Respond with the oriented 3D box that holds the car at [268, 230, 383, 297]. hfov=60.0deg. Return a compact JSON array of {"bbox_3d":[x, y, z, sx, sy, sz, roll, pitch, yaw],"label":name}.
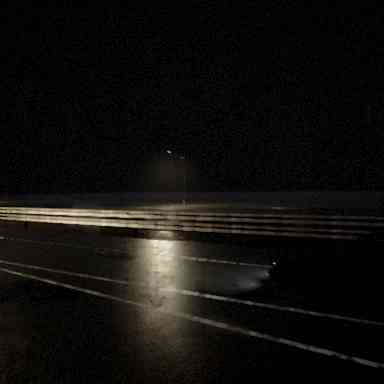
[{"bbox_3d":[4.472,1.541,7.123,5.357,1.411,2.033,-1,0,29],"label":"car"}]
